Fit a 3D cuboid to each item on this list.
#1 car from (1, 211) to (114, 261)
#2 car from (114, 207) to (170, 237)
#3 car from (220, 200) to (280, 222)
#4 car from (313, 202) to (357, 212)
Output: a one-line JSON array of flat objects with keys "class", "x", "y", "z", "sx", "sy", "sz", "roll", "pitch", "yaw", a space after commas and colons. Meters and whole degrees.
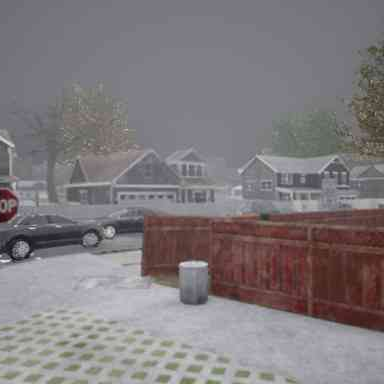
[{"class": "car", "x": -5.579, "y": 1.536, "z": 12.549, "sx": 1.837, "sy": 1.490, "sz": 4.892, "roll": -5, "pitch": -4, "yaw": 34}, {"class": "car", "x": -3.357, "y": 1.570, "z": 17.766, "sx": 4.892, "sy": 1.490, "sz": 1.837, "roll": 0, "pitch": 0, "yaw": -37}, {"class": "car", "x": 4.049, "y": 1.467, "z": 23.135, "sx": 4.553, "sy": 1.767, "sz": 2.097, "roll": 0, "pitch": 0, "yaw": -35}, {"class": "car", "x": 12.418, "y": 1.674, "z": 28.844, "sx": 4.892, "sy": 1.490, "sz": 1.837, "roll": 0, "pitch": 0, "yaw": -33}]
